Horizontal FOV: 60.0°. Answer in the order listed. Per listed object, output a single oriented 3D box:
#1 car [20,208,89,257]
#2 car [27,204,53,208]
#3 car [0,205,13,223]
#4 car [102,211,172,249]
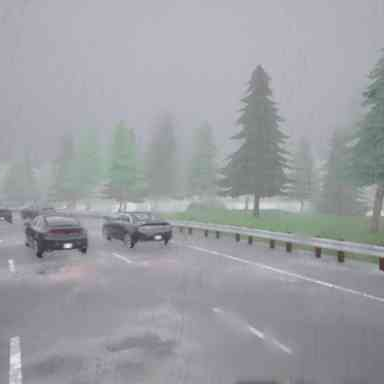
[{"bbox_3d":[-5.709,1.652,13.815,1.837,1.490,4.892,1,0,-33],"label":"car"},{"bbox_3d":[-13.834,1.802,29.913,2.128,1.511,4.902,1,-1,-45],"label":"car"},{"bbox_3d":[-16.413,1.788,27.548,1.837,1.490,4.892,1,0,-45],"label":"car"},{"bbox_3d":[-2.697,1.660,15.599,2.128,1.511,4.902,0,-1,-33],"label":"car"}]
